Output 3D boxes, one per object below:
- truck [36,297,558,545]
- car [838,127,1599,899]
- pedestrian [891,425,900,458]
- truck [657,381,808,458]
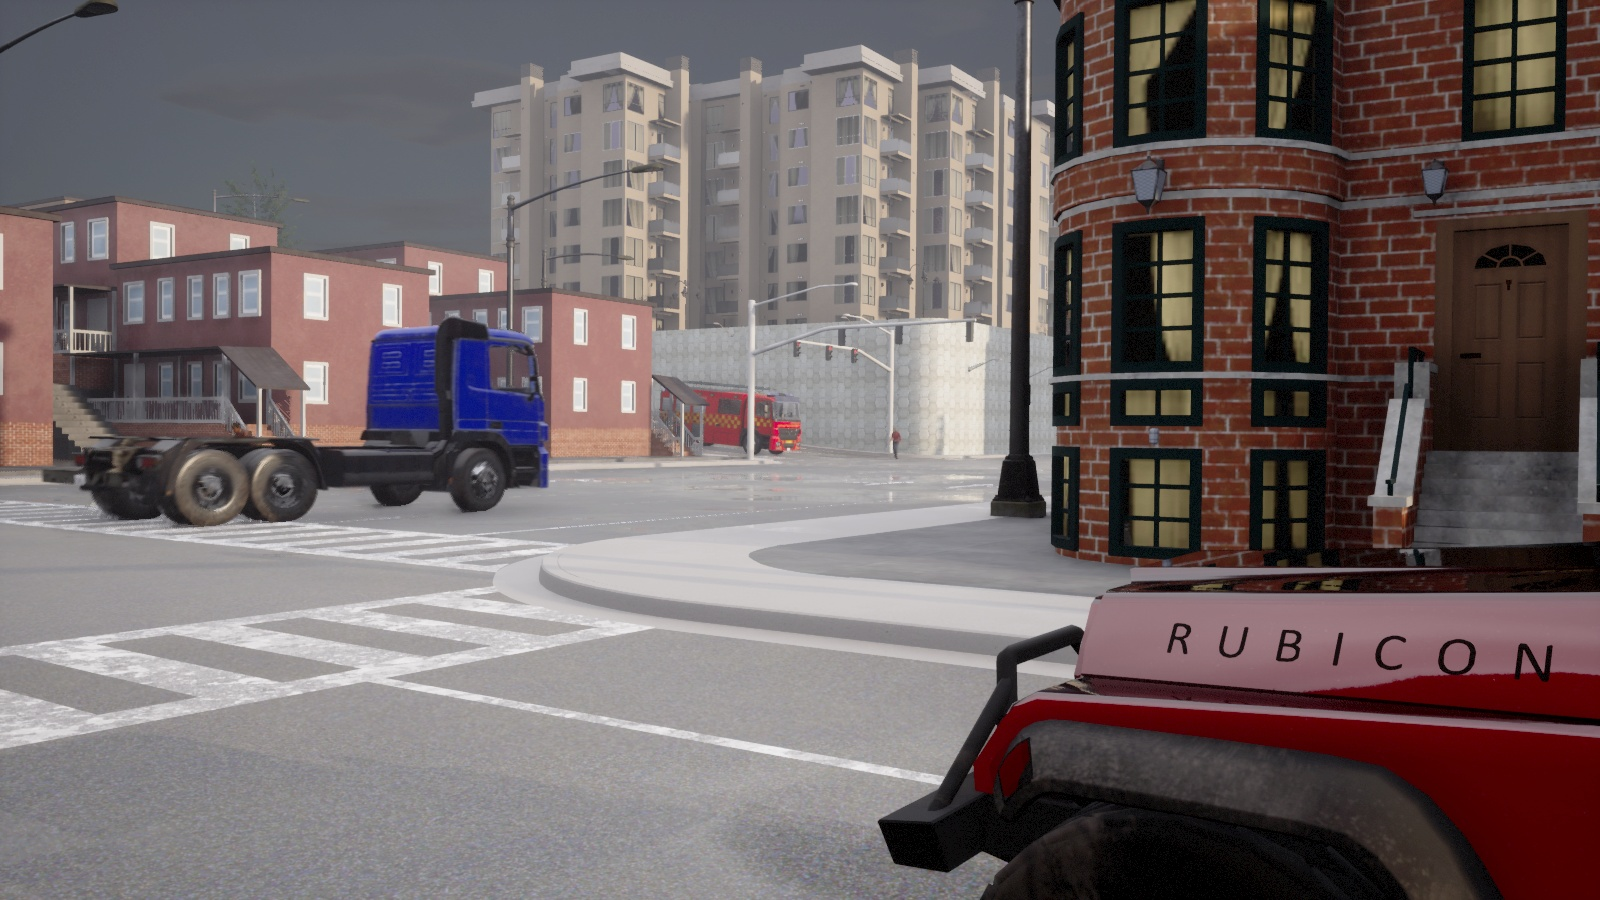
[{"bbox_3d":[-8.154,-0.471,21.572,2.891,3.462,7.936,0,1,37],"label":"truck"},{"bbox_3d":[2.219,0.478,2.153,3.866,1.878,1.905,0,1,33],"label":"car"},{"bbox_3d":[5.314,-0.490,69.821,0.331,1.846,0.636,0,1,24],"label":"pedestrian"},{"bbox_3d":[-4.007,-1.806,72.816,8.468,3.827,2.891,6,4,33],"label":"truck"}]
